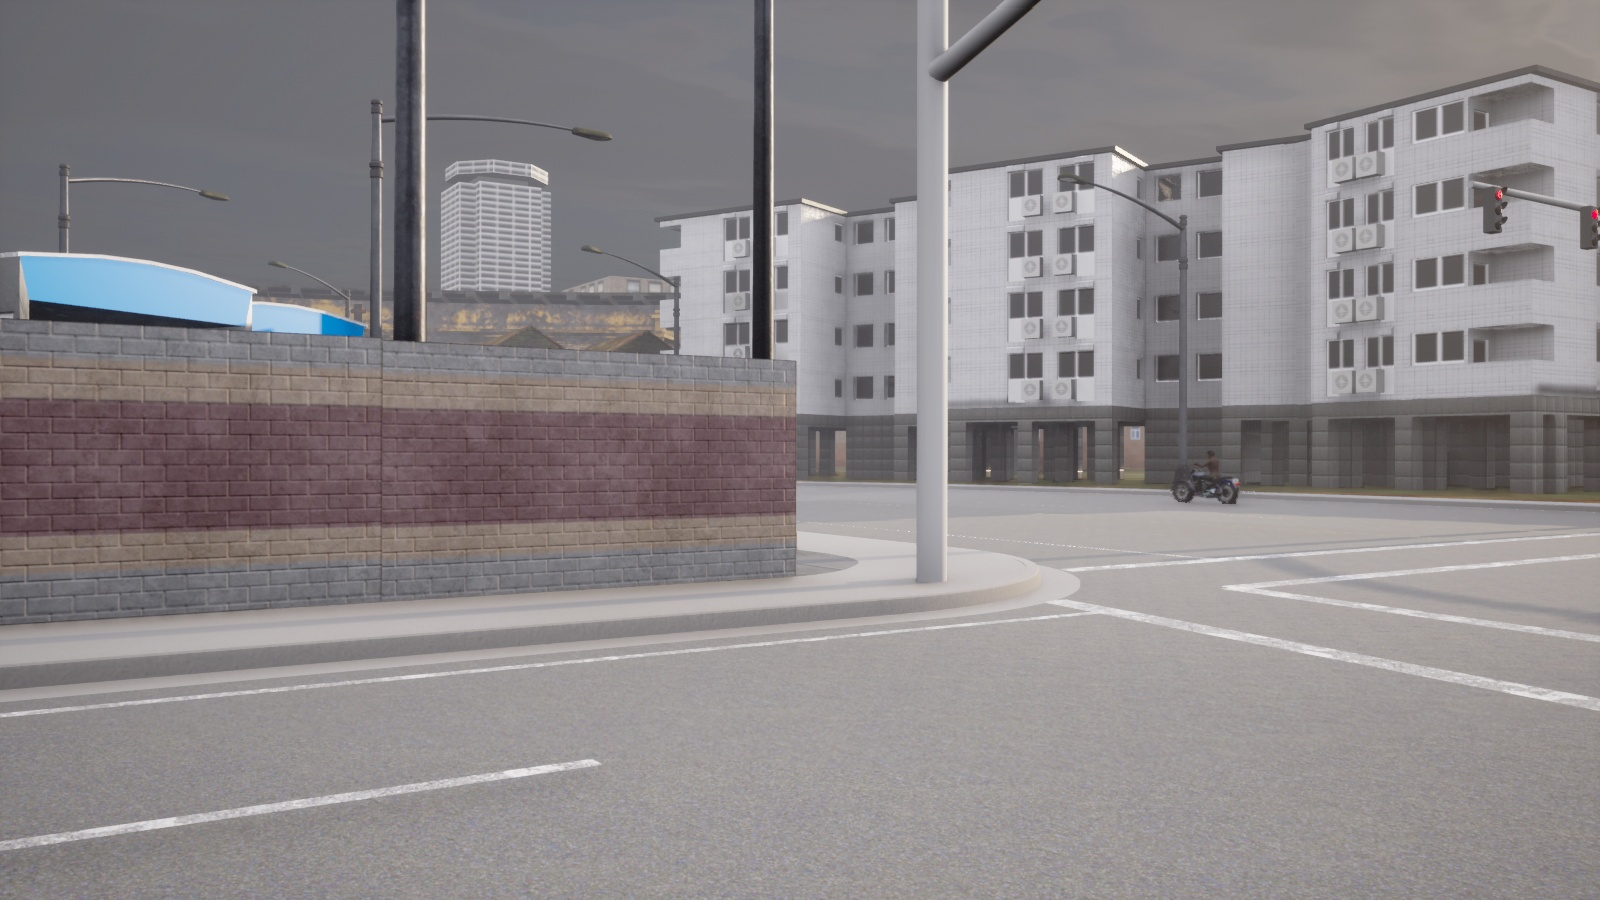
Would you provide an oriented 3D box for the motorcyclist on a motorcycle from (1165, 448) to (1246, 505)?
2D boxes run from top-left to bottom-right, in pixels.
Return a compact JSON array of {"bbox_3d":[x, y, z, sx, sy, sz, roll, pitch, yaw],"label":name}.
[{"bbox_3d":[12.072,0.761,37.491,0.766,1.649,2.350,0,0,-33],"label":"motorcyclist on a motorcycle"}]
